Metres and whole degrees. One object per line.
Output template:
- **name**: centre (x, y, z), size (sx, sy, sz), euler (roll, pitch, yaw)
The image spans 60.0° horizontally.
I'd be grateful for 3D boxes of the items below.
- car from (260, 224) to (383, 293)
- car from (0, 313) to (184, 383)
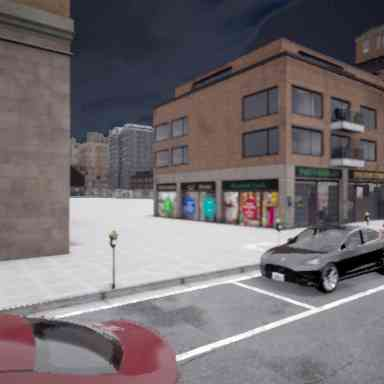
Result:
- **car**: centre (3.746, 1.571, 8.879), size (4.313, 1.339, 1.947), euler (0, 0, -35)
- **car**: centre (-2.104, 1.526, 1.565), size (4.674, 1.442, 1.812), euler (0, 0, -36)
